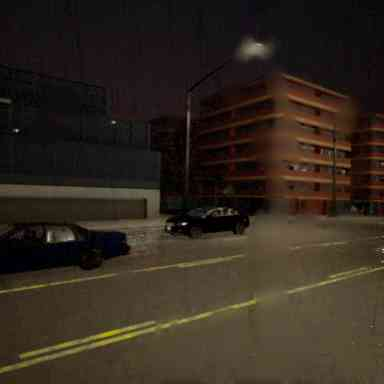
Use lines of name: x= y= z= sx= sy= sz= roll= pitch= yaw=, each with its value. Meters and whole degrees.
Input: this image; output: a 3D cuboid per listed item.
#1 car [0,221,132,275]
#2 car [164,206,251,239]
car: x=-4.457 y=1.544 z=9.410 sx=5.357 sy=1.411 sz=2.033 roll=0 pitch=0 yaw=-36
car: x=0.899 y=1.520 z=17.431 sx=4.902 sy=1.511 sz=2.128 roll=1 pitch=0 yaw=-35
